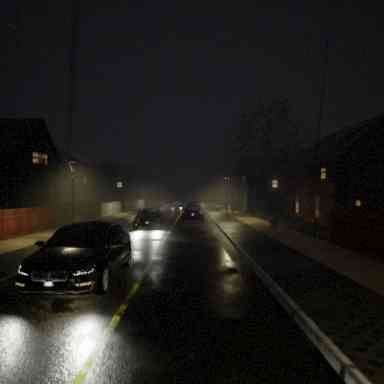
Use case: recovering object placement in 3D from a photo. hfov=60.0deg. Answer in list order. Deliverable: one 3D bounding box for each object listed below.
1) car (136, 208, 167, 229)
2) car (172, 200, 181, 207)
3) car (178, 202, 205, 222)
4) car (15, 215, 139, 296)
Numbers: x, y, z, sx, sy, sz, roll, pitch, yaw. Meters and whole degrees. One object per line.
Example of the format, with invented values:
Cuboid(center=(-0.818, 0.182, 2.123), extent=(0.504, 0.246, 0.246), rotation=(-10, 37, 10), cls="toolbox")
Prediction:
Cuboid(center=(-2.862, 1.788, 23.236), extent=(1.994, 1.385, 4.181), rotation=(0, 0, 0), cls="car")
Cuboid(center=(-2.783, 2.191, 63.748), extent=(1.812, 1.442, 4.674), rotation=(0, -1, 0), cls="car")
Cuboid(center=(0.082, 1.847, 29.249), extent=(1.994, 1.385, 4.181), rotation=(0, -1, 0), cls="car")
Cuboid(center=(-2.845, 1.593, 9.031), extent=(1.837, 1.490, 4.892), rotation=(0, 0, 0), cls="car")
